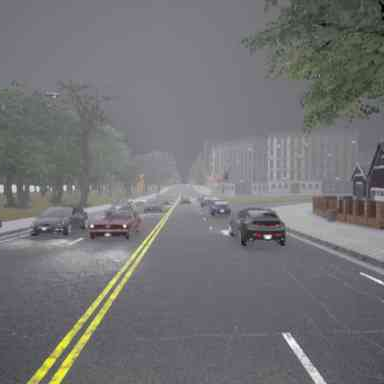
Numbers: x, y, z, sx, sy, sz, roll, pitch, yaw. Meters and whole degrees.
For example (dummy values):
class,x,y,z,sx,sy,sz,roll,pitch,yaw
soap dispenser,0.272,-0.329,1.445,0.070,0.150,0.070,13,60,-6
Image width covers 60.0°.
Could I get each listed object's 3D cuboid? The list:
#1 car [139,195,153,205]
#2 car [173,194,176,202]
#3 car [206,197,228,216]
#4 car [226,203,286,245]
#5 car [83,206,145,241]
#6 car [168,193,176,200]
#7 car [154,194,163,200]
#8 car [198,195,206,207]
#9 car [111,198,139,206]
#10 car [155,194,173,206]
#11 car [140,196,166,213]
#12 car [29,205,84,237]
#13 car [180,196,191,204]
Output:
class,x,y,z,sx,sy,sz,roll,pitch,yaw
car,-7.729,1.435,52.341,1.812,1.442,4.674,0,0,-1
car,-4.734,1.316,68.588,1.837,1.490,4.892,0,1,-1
car,2.650,1.484,31.964,1.812,1.442,4.674,0,0,-1
car,2.895,1.485,15.335,1.837,1.490,4.892,0,0,-1
car,-3.738,1.579,16.823,1.895,1.301,4.718,0,0,-1
car,-5.055,1.126,83.965,1.882,1.535,5.008,0,1,-1
car,-8.283,1.161,82.909,1.837,1.490,4.892,0,1,-1
car,2.191,1.444,48.595,1.812,1.442,4.674,0,0,-1
car,-7.387,1.438,35.713,2.128,1.511,4.902,0,0,-1
car,-4.496,1.412,53.230,1.837,1.490,4.892,0,0,-1
car,-4.142,1.451,35.987,1.837,1.490,4.892,0,0,-1
car,-7.015,1.481,18.069,1.837,1.490,4.892,0,0,-1
car,-1.182,1.428,59.222,2.033,1.411,5.357,0,0,-1
